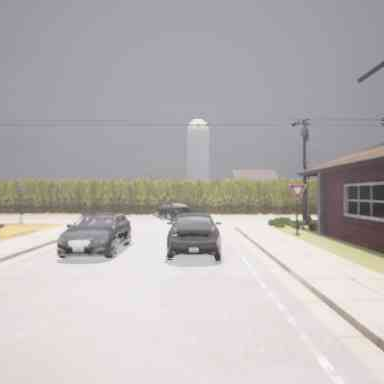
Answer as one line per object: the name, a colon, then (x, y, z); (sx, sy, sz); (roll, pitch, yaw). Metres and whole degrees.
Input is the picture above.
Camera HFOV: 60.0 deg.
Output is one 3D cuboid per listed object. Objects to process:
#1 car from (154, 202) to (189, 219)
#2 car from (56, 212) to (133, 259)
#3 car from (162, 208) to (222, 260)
car: (-1.647, 1.618, 28.702); (1.882, 1.535, 5.008); (1, -1, -25)
car: (-3.554, 1.547, 12.883); (2.128, 1.511, 4.902); (0, 0, 0)
car: (0.078, 1.558, 12.718); (1.837, 1.490, 4.892); (0, 0, 1)
